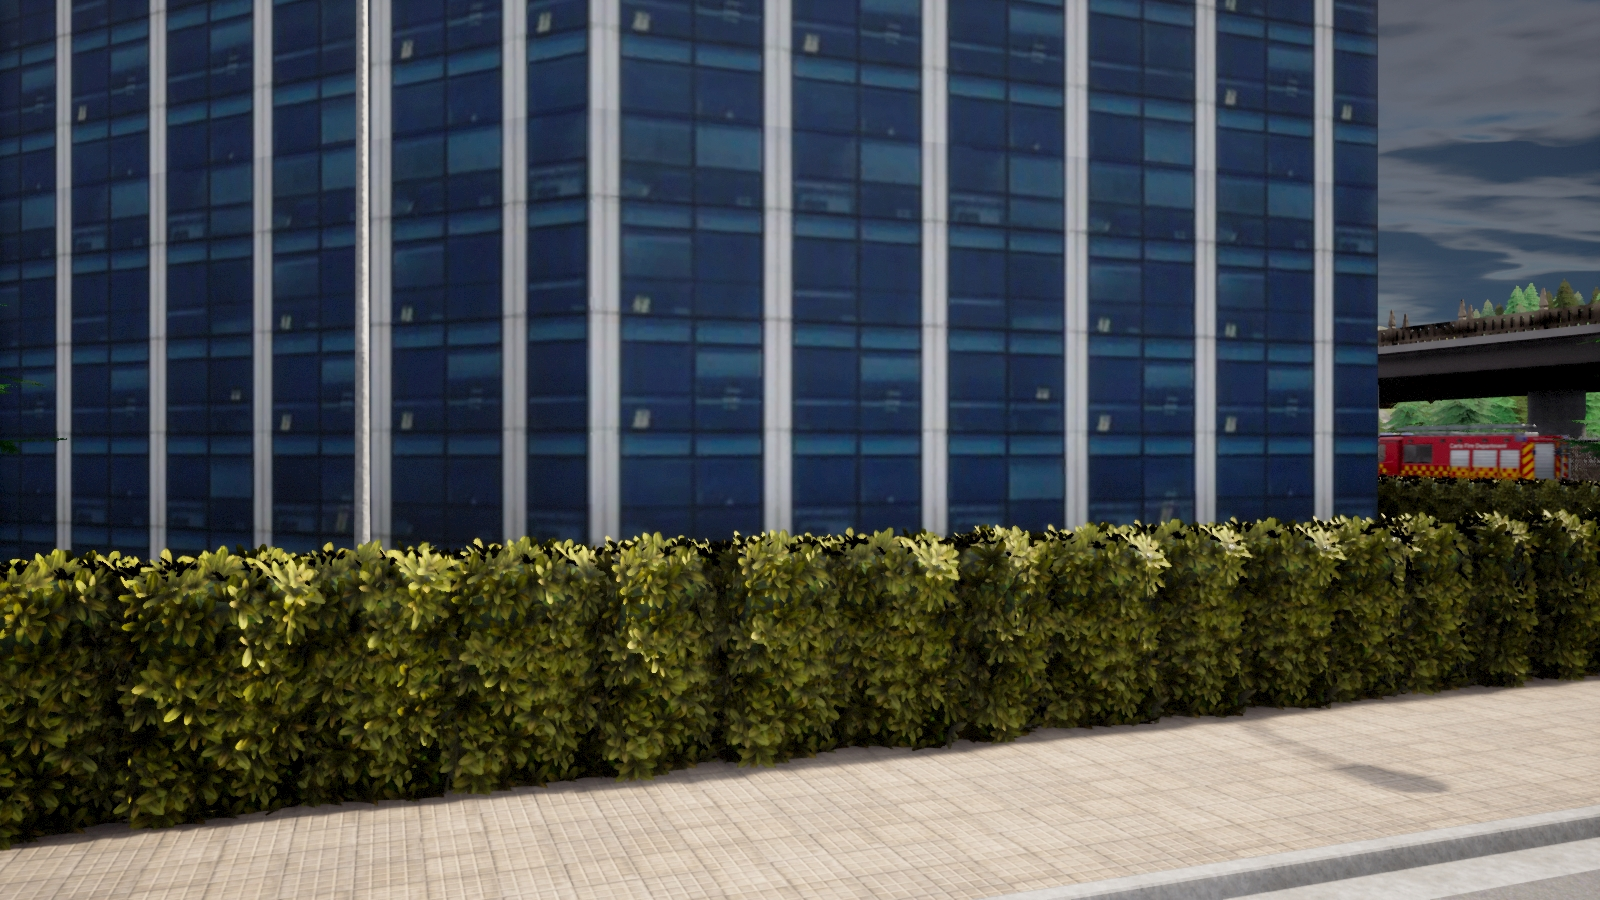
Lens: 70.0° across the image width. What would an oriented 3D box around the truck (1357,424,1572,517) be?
[{"bbox_3d":[29.657,0.837,51.555,2.891,3.827,8.468,0,0,-20],"label":"truck"}]
